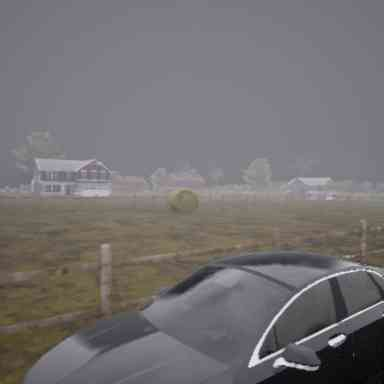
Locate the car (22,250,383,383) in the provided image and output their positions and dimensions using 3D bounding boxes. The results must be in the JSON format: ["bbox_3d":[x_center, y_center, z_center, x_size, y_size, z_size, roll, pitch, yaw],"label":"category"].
[{"bbox_3d":[0.805,1.506,3.645,4.892,1.490,1.837,0,0,-35],"label":"car"}]
